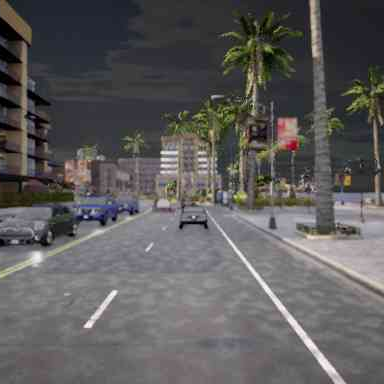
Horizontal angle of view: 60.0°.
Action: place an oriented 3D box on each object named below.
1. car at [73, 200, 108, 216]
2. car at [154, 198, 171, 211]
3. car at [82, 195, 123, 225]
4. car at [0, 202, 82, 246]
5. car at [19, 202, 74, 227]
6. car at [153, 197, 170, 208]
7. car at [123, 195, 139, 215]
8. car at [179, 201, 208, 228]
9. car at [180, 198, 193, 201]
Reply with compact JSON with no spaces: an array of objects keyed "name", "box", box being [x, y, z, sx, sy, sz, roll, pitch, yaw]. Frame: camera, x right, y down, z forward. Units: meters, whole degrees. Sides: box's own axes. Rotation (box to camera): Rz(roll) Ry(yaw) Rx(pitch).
[{"name":"car","box":[-10.507,1.628,34.826,2.033,1.411,5.357,0,0,0]},{"name":"car","box":[-3.661,1.624,42.744,1.812,1.442,4.674,0,0,-4]},{"name":"car","box":[-7.005,1.279,24.741,2.150,2.045,5.566,0,0,0]},{"name":"car","box":[-7.003,1.388,15.400,2.097,1.767,4.553,0,0,0]},{"name":"car","box":[-10.505,1.534,24.528,1.882,1.535,5.008,0,0,0]},{"name":"car","box":[-4.933,1.613,52.585,2.128,1.511,4.902,0,0,-12]},{"name":"car","box":[-7.012,1.303,35.490,2.150,2.045,5.566,0,0,0]},{"name":"car","box":[0.096,1.600,22.852,2.033,1.411,5.357,0,0,0]},{"name":"car","box":[-0.709,1.602,47.561,2.128,1.511,4.902,0,0,-7]}]
